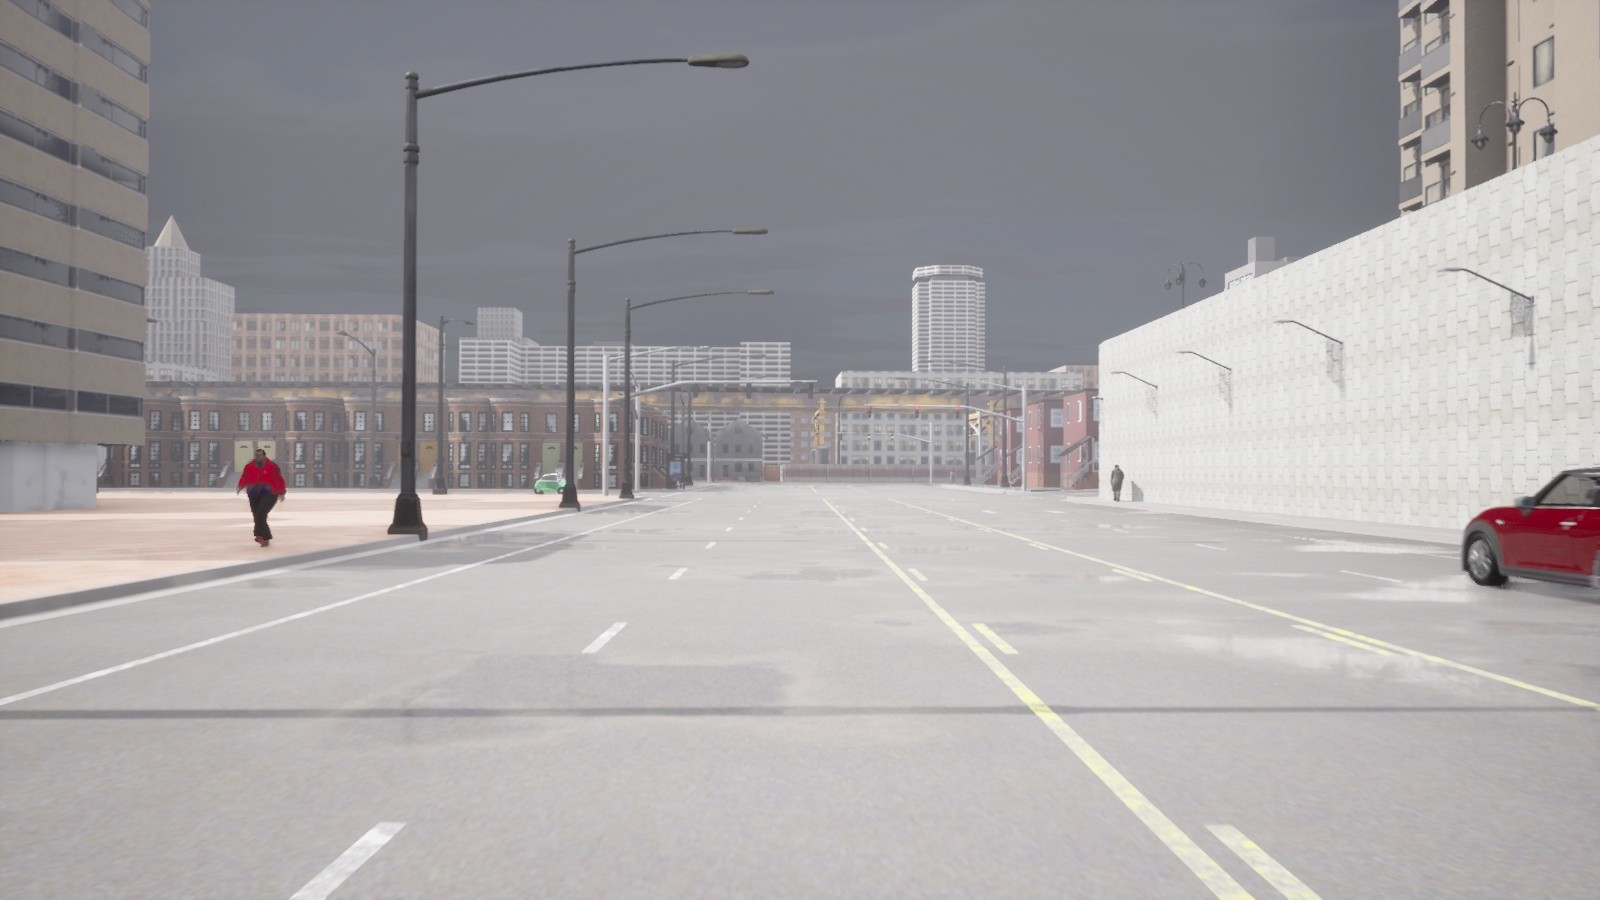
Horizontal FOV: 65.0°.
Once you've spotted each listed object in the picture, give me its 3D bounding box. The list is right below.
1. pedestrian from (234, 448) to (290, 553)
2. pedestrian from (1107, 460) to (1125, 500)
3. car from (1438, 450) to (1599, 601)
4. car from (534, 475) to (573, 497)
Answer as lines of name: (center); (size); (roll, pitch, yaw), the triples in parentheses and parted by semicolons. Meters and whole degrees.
pedestrian: (-9.626, 0.892, 22.508); (0.634, 1.844, 0.899); (0, -1, -2)
pedestrian: (15.515, 1.458, 61.625); (0.659, 1.952, 0.873); (0, -1, 0)
car: (10.433, 0.907, 16.150); (2.097, 1.767, 4.553); (0, -1, 0)
car: (-15.817, 2.305, 80.511); (2.207, 1.376, 1.481); (-1, -1, 0)
